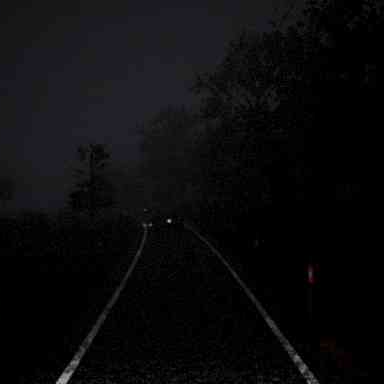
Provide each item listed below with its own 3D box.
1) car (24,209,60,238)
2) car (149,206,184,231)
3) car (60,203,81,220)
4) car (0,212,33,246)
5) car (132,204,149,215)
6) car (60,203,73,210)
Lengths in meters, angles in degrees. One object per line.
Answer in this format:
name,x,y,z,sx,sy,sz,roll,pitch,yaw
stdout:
car,-10.322,1.976,20.941,2.231,1.521,4.892,2,-2,-7
car,-1.725,1.809,22.832,1.994,1.385,4.181,0,-1,-9
car,-13.588,2.273,36.642,2.097,1.535,5.008,0,-1,-14
car,-9.596,1.874,15.398,2.231,1.521,4.892,2,-2,-7
car,-6.118,2.107,40.978,1.994,1.385,4.181,-1,-1,-18
car,-26.136,3.032,69.166,2.002,1.452,4.674,1,-1,-28
